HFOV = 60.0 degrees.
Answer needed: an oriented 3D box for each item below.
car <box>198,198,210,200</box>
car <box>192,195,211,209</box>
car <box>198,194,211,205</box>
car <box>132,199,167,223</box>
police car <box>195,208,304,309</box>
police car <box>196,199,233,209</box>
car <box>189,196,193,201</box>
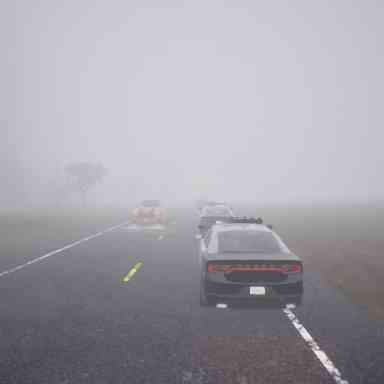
[{"bbox_3d":[1.486,1.456,24.107,1.801,1.575,5.366,0,0,2],"label":"car"},{"bbox_3d":[1.450,1.497,45.940,1.837,1.490,4.892,0,0,4],"label":"car"},{"bbox_3d":[2.342,1.335,60.020,2.097,1.767,4.553,0,0,4],"label":"car"},{"bbox_3d":[-3.108,1.352,25.146,2.097,1.767,4.553,0,0,2],"label":"car"},{"bbox_3d":[1.117,1.425,8.085,1.930,1.638,5.238,0,0,1],"label":"police car"},{"bbox_3d":[1.310,1.426,18.050,1.930,1.638,5.238,0,0,1],"label":"police car"},{"bbox_3d":[0.560,1.532,79.125,1.994,1.385,4.181,0,0,6],"label":"car"}]
